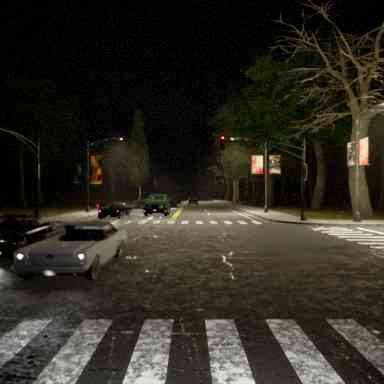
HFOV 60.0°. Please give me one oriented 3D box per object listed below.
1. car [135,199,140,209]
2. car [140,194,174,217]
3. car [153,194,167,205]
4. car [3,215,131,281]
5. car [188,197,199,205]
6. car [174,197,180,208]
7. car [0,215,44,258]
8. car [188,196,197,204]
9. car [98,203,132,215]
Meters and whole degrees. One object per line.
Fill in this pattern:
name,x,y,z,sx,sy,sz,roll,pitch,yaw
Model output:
car,-6.507,1.610,45.437,2.033,1.411,5.357,0,0,0
car,-3.285,1.235,32.105,2.150,2.045,5.566,0,1,0
car,-6.365,1.424,66.817,2.150,2.045,5.566,0,-1,0
car,-3.325,1.593,9.974,1.895,1.301,4.718,0,0,0
car,0.227,1.673,62.258,2.128,1.511,4.902,0,0,0
car,-3.245,1.643,48.414,1.994,1.385,4.181,0,0,0
car,-6.573,1.543,12.109,1.994,1.385,4.181,0,0,0
car,0.197,1.740,72.625,1.882,1.535,5.008,0,0,0
car,-6.600,1.616,28.888,1.895,1.301,4.718,0,0,2
